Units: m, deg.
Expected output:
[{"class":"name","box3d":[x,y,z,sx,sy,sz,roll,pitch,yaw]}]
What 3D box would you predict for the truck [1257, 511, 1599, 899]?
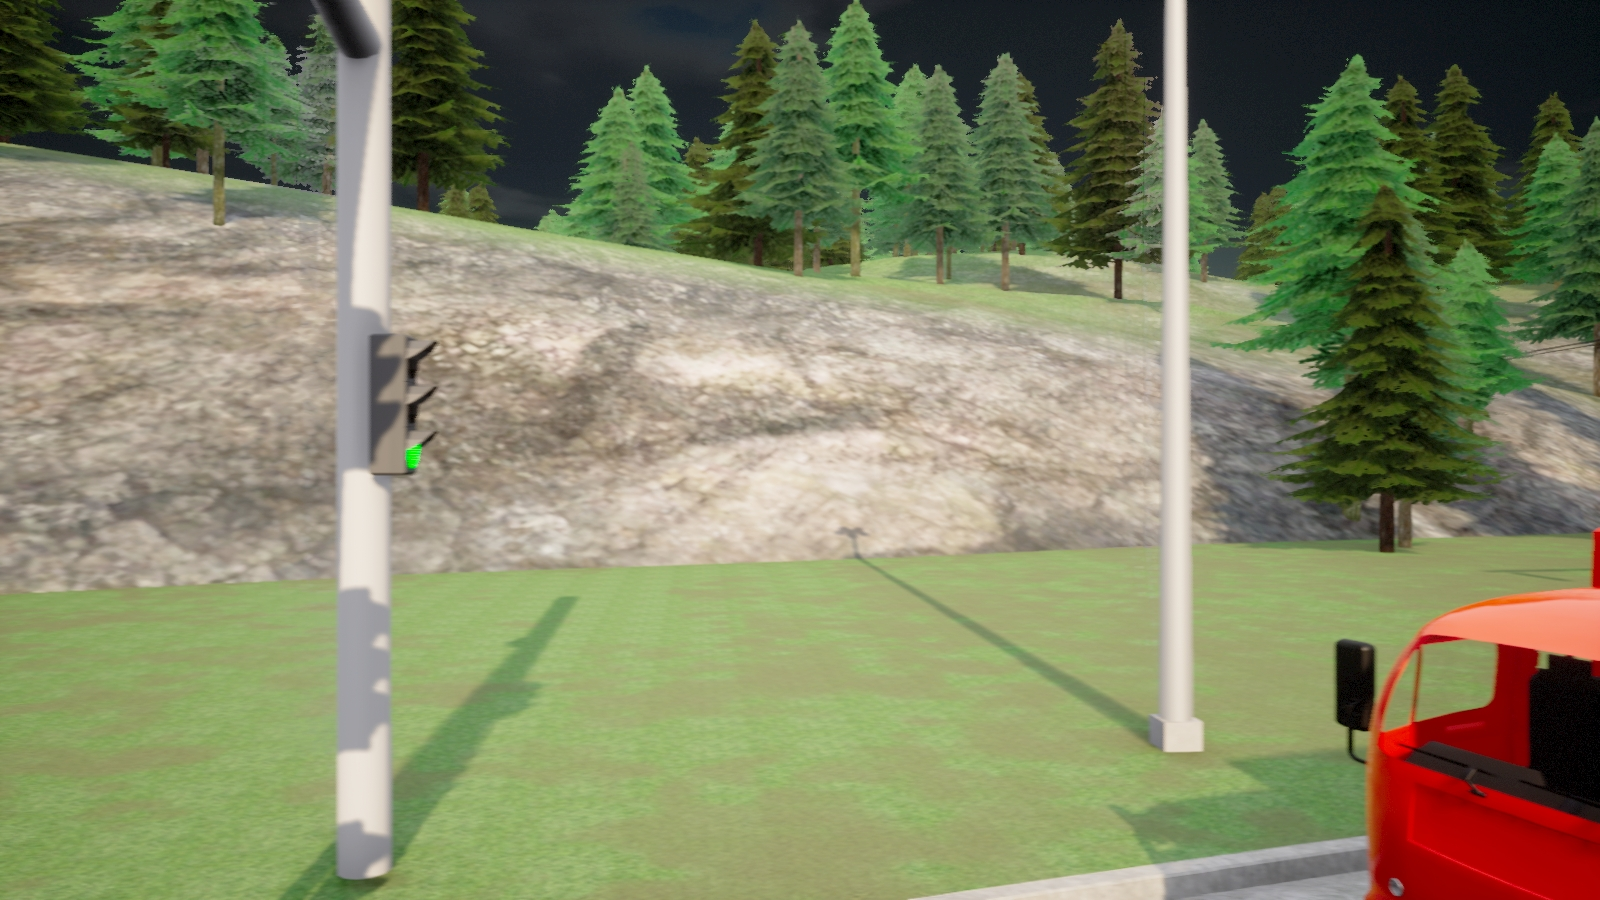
[{"class":"truck","box3d":[5.088,1.563,5.072,5.204,2.467,2.627,0,0,-18]}]
